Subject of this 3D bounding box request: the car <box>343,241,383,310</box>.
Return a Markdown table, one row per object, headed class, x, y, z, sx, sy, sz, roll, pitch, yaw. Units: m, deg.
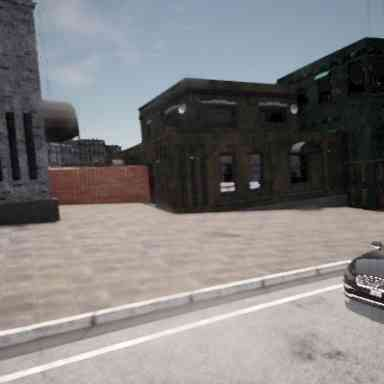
| class | x | y | z | sx | sy | sz | roll | pitch | yaw |
| --- | --- | --- | --- | --- | --- | --- | --- | --- | --- |
| car | 5.198 | 1.460 | 6.900 | 4.892 | 1.490 | 1.837 | 0 | 0 | -31 |
